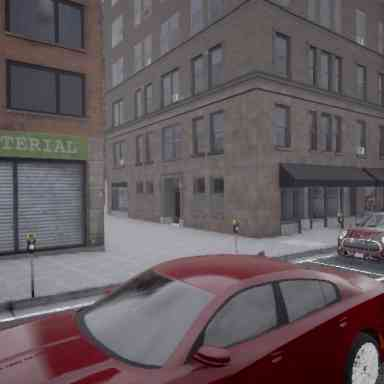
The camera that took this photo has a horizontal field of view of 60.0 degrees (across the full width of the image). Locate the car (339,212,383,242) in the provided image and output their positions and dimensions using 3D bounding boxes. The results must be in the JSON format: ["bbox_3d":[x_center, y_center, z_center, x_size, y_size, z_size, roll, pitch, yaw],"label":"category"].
[{"bbox_3d":[6.841,1.438,11.555,4.097,1.590,1.967,0,-1,-36],"label":"car"}]

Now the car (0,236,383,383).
[{"bbox_3d":[0.150,1.477,3.487,5.008,1.535,1.882,0,0,-36],"label":"car"}]
